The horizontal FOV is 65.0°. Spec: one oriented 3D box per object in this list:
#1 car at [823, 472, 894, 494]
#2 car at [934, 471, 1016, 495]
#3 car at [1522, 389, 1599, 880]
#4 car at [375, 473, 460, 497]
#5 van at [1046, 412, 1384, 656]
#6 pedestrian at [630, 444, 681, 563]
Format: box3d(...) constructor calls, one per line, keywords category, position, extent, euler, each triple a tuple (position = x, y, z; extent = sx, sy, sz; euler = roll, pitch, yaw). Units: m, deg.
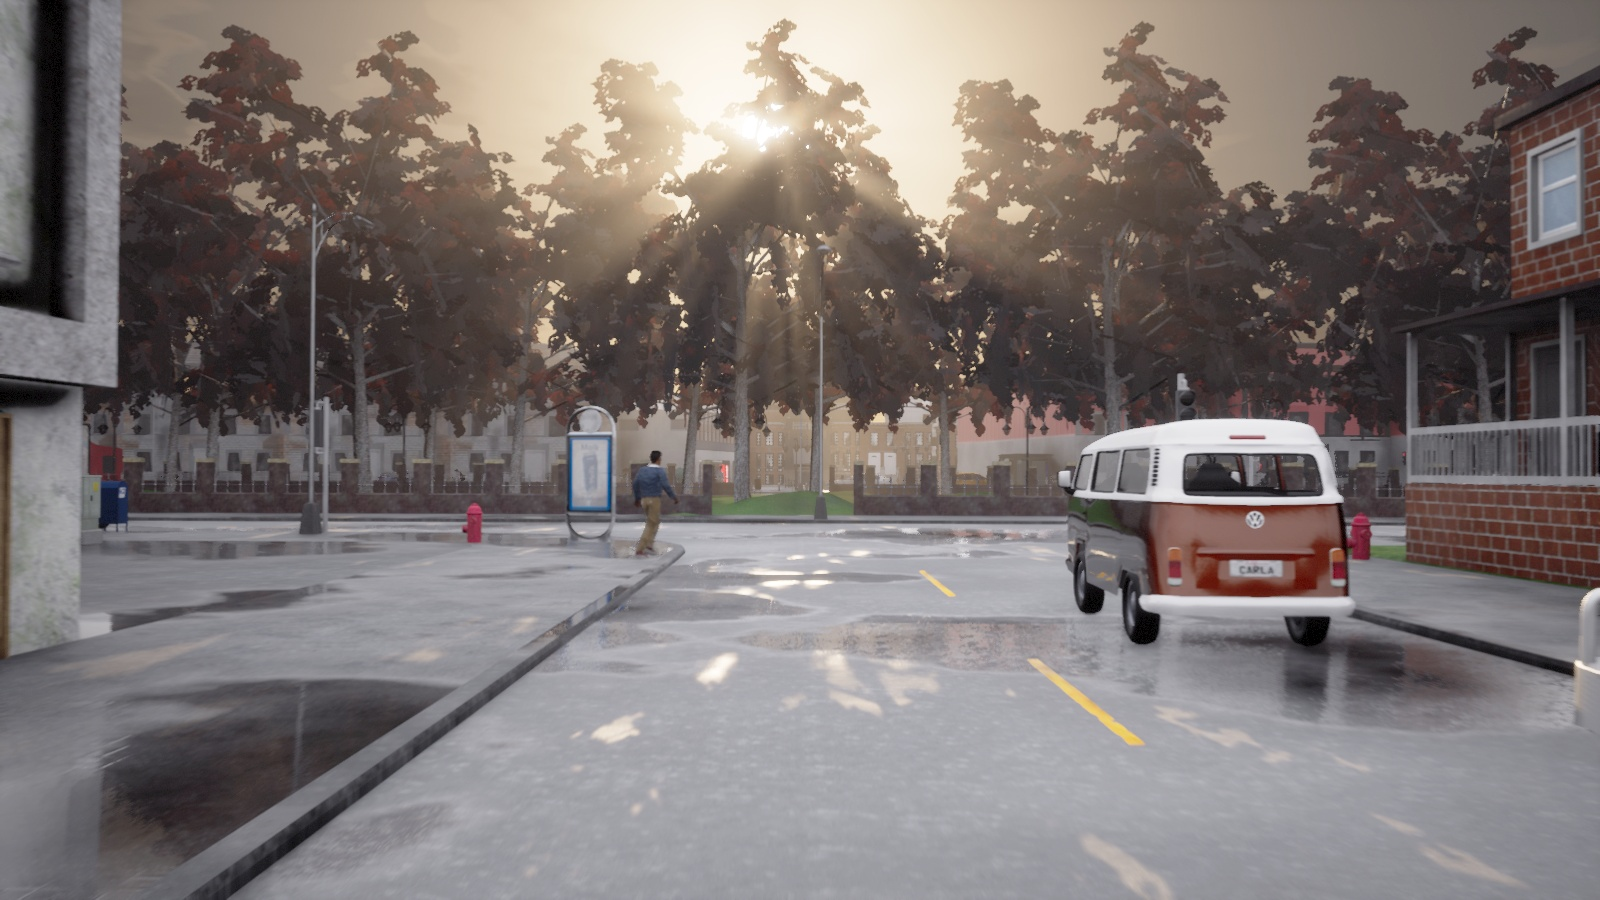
box3d(category="car", position=(3.932, 2.246, 84.890), extent=(4.674, 1.442, 1.812), euler=(0, -1, 0))
box3d(category="car", position=(11.251, 2.102, 80.915), extent=(5.008, 1.535, 1.882), euler=(0, -1, 0))
box3d(category="car", position=(3.994, 0.664, 2.928), extent=(1.932, 1.855, 4.605), euler=(0, -1, 0))
box3d(category="car", position=(-24.557, 2.265, 80.779), extent=(4.792, 1.488, 2.163), euler=(0, -1, 0))
box3d(category="van", position=(3.905, 0.736, 12.747), extent=(2.069, 2.038, 4.480), euler=(0, -1, 2))
box3d(category="pedestrian", position=(-2.419, 0.886, 21.043), extent=(0.423, 1.949, 0.788), euler=(-1, -1, 36))
